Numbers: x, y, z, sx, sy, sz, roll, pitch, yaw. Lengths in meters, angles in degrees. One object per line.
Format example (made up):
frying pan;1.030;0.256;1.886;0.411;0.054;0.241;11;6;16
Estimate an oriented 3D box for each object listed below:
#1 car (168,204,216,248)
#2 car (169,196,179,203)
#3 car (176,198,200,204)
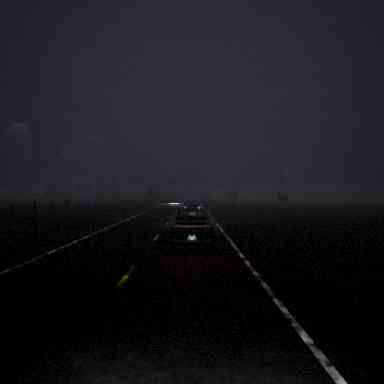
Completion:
car;0.000;1.489;14.651;2.128;1.511;4.902;0;0;0
car;-3.500;1.545;66.651;1.994;1.385;4.181;0;0;0
car;0.000;1.481;29.651;2.128;1.511;4.902;0;0;0
